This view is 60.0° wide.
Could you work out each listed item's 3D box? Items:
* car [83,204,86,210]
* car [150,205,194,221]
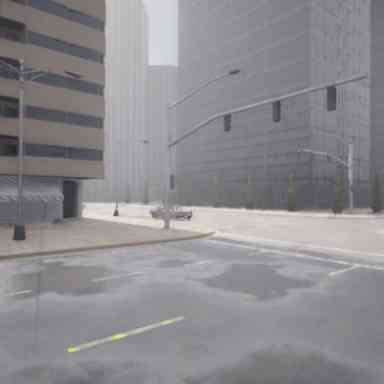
[{"bbox_3d":[-17.588,1.930,49.611,1.895,1.301,4.718,1,-1,-40],"label":"car"},{"bbox_3d":[-1.923,1.887,30.867,1.895,1.301,4.718,1,0,-40],"label":"car"}]
